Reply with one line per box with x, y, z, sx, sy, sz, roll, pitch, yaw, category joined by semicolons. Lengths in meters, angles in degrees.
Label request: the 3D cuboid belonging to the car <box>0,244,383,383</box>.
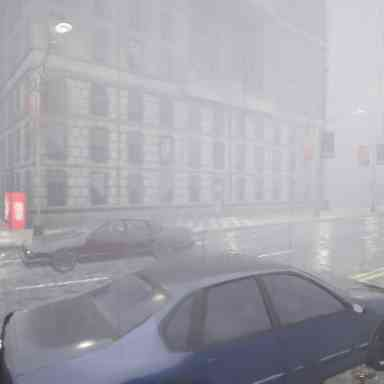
0.553;1.533;4.120;5.357;1.411;2.033;0;0;-29;car

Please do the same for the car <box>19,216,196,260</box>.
-2.500;1.510;10.678;5.357;1.411;2.033;0;0;-31;car
